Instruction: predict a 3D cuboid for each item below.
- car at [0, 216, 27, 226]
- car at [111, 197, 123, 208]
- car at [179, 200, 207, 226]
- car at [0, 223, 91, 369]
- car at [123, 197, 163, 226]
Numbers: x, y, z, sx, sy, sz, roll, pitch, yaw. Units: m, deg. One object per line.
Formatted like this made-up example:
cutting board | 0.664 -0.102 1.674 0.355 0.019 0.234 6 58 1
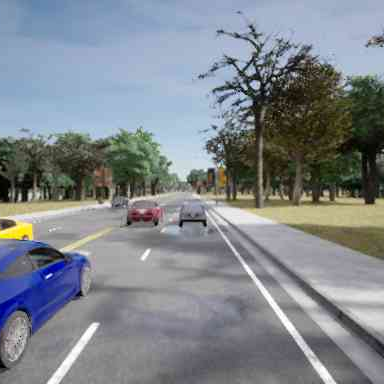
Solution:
car | -6.611 1.460 9.893 1.882 1.535 5.008 0 0 0
car | -9.952 1.436 46.144 1.837 1.490 4.892 0 0 -1
car | 0.041 1.508 23.190 2.033 1.411 5.357 0 0 -1
car | -3.153 1.516 5.574 1.812 1.442 4.674 0 0 0
car | -3.205 1.313 23.396 2.097 1.767 4.553 0 0 0
